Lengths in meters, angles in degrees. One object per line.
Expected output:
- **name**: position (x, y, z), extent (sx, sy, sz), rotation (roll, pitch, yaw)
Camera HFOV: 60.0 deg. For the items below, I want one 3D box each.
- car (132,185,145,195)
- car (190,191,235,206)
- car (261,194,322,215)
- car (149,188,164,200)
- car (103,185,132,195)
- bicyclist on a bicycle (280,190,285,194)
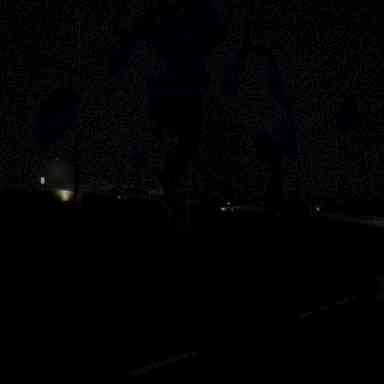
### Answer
- **car**: position (-9.499, -0.450, 54.879), extent (2.097, 1.767, 4.553), rotation (0, 2, -36)
- **car**: position (1.962, 0.594, 33.690), extent (2.033, 1.411, 5.357), rotation (0, 2, -35)
- **car**: position (7.614, 0.899, 25.747), extent (2.128, 1.511, 4.902), rotation (0, 2, -35)
- **car**: position (-3.694, 0.219, 41.643), extent (1.812, 1.442, 4.674), rotation (0, 2, -35)
- **car**: position (-12.001, -0.322, 53.459), extent (2.128, 1.511, 4.902), rotation (0, 2, -35)
- **bicyclist on a bicycle**: position (9.199, 0.665, 33.841), extent (1.656, 1.620, 0.582), rotation (0, 2, -35)
